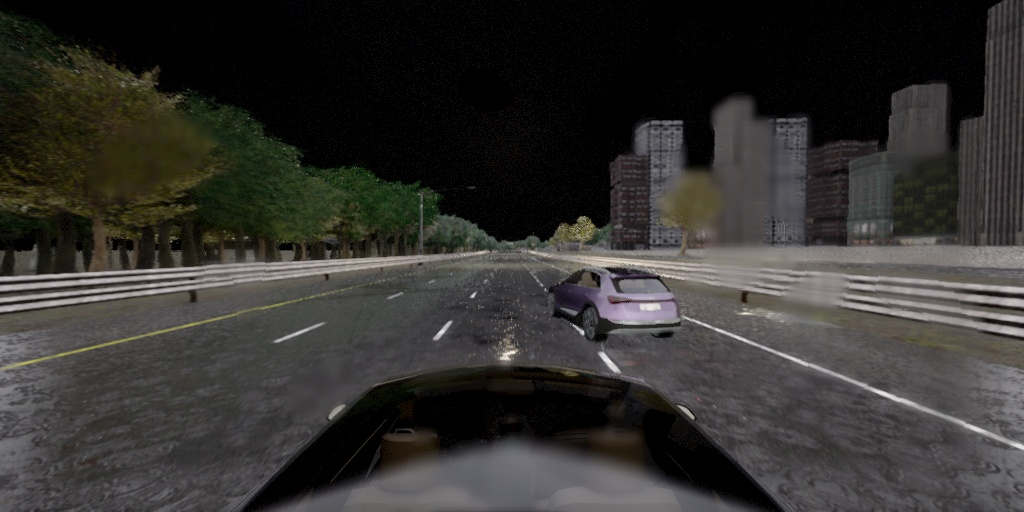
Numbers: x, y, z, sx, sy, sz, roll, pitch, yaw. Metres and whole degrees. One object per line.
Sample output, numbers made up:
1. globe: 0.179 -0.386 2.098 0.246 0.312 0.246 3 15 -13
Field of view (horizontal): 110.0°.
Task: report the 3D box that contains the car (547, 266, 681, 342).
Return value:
1. car: 2.388 1.055 9.507 2.033 1.649 4.856 0 1 -11
